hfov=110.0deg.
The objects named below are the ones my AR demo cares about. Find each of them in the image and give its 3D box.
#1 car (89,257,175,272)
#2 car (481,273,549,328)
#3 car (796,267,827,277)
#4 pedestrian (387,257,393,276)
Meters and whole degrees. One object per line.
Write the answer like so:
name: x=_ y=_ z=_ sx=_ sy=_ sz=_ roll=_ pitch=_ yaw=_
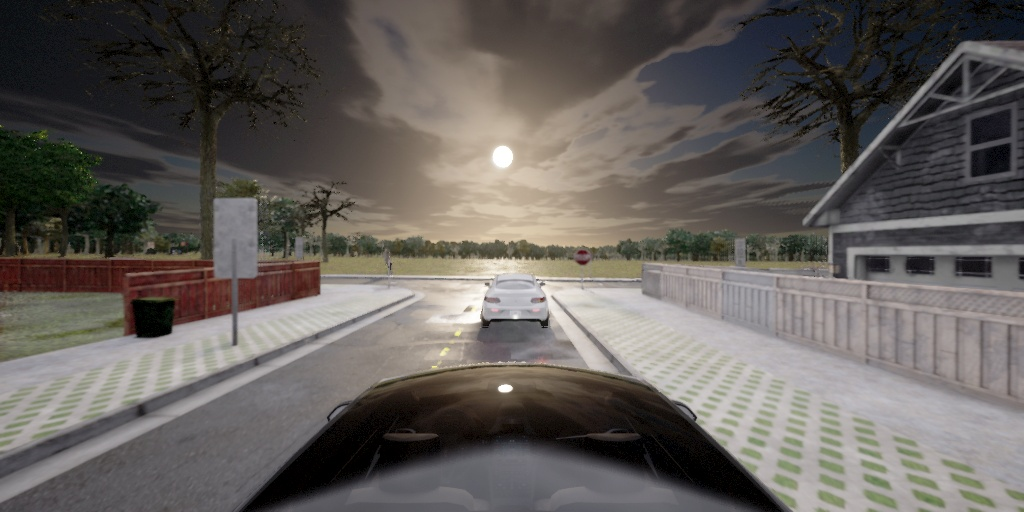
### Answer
car: x=-23.730 y=0.818 z=22.619 sx=5.008 sy=1.535 sz=1.882 roll=1 pitch=0 yaw=0
car: x=0.091 y=1.240 z=11.140 sx=1.812 sy=1.442 sz=4.674 roll=0 pitch=0 yaw=0
car: x=21.391 y=1.499 z=25.934 sx=4.674 sy=1.442 sz=1.812 roll=1 pitch=0 yaw=0
pedestrian: x=-9.725 y=0.652 z=28.590 sx=0.375 sy=1.860 sz=0.375 roll=0 pitch=0 yaw=0
